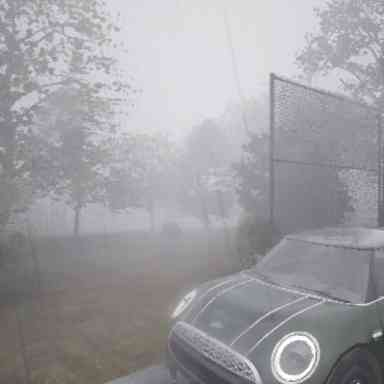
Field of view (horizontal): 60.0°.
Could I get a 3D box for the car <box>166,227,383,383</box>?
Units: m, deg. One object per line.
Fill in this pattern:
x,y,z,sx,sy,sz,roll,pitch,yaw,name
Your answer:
1.903,1.348,4.464,4.553,1.767,2.097,0,0,-36,car
